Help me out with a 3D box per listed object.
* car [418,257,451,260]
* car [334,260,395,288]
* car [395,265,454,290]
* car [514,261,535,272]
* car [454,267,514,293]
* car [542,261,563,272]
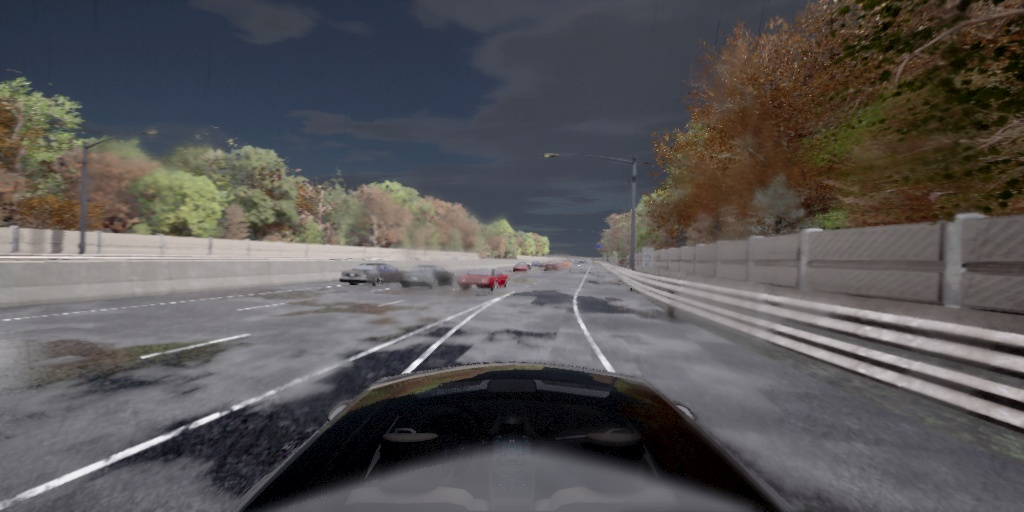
[{"bbox_3d":[-11.780,1.217,55.171,2.033,1.411,5.357,1,0,13],"label":"car"},{"bbox_3d":[-8.399,1.146,22.495,2.033,1.411,5.357,1,0,13],"label":"car"},{"bbox_3d":[-4.962,1.246,21.825,1.994,1.385,4.181,1,0,13],"label":"car"},{"bbox_3d":[1.491,1.545,50.329,1.994,1.385,4.181,1,0,13],"label":"car"},{"bbox_3d":[-1.513,1.367,21.221,1.895,1.301,4.718,1,0,13],"label":"car"},{"bbox_3d":[6.317,1.607,55.771,1.882,1.535,5.008,1,0,13],"label":"car"}]
